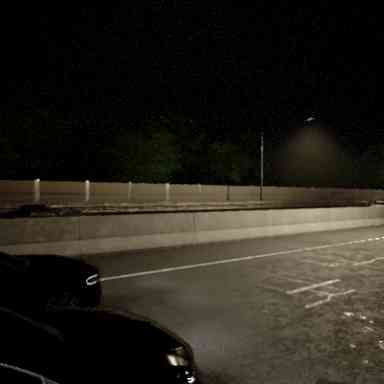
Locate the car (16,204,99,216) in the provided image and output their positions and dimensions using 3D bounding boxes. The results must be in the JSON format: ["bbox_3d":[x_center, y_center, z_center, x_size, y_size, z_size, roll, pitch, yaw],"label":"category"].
[{"bbox_3d":[-8.147,1.594,19.678,5.357,1.411,2.033,1,0,-36],"label":"car"}]

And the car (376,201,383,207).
[{"bbox_3d":[11.633,1.397,16.353,5.566,2.045,2.150,1,0,-36],"label":"car"}]

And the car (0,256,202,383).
[{"bbox_3d":[-2.151,1.499,2.211,4.892,1.490,1.837,1,0,-36],"label":"car"}]

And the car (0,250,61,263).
[{"bbox_3d":[-3.960,1.475,5.220,5.008,1.535,1.882,1,0,-36],"label":"car"}]

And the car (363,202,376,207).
[{"bbox_3d":[24.600,1.931,43.044,4.674,1.442,1.812,1,0,-35],"label":"car"}]

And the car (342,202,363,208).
[{"bbox_3d":[22.771,2.009,46.033,4.718,1.301,1.895,1,0,-35],"label":"car"}]

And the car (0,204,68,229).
[{"bbox_3d":[-10.891,1.564,22.021,4.674,1.442,1.812,1,0,-36],"label":"car"}]

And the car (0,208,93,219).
[{"bbox_3d":[-7.513,1.631,15.833,4.718,1.301,1.895,1,0,-36],"label":"car"}]
